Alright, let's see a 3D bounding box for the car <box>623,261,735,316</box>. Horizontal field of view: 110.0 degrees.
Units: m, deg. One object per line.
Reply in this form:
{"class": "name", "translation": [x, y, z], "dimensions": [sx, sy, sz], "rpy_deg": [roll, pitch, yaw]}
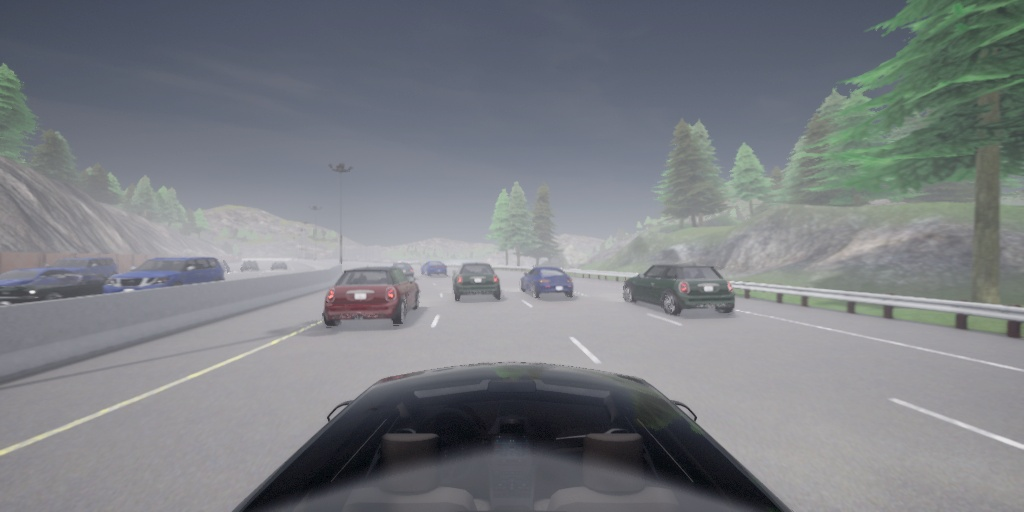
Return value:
{"class": "car", "translation": [5.952, 1.051, 13.431], "dimensions": [2.097, 1.767, 4.553], "rpy_deg": [0, 0, -7]}

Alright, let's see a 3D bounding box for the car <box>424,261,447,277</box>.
{"class": "car", "translation": [-7.892, 1.227, 35.953], "dimensions": [1.882, 1.535, 5.008], "rpy_deg": [0, 0, -25]}

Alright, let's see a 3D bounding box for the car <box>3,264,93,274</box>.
{"class": "car", "translation": [-23.525, 1.344, 17.603], "dimensions": [1.882, 1.535, 5.008], "rpy_deg": [0, 0, -17]}

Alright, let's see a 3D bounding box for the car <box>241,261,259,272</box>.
{"class": "car", "translation": [-37.495, 1.408, 51.422], "dimensions": [1.837, 1.490, 4.892], "rpy_deg": [0, 0, -32]}

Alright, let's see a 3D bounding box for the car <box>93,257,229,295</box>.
{"class": "car", "translation": [-16.135, 1.045, 17.165], "dimensions": [2.150, 2.045, 5.566], "rpy_deg": [0, 0, -14]}

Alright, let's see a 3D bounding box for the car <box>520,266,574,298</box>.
{"class": "car", "translation": [1.666, 1.243, 18.036], "dimensions": [1.812, 1.442, 4.674], "rpy_deg": [0, 0, -10]}

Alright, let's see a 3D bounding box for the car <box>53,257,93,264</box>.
{"class": "car", "translation": [-29.715, 1.113, 24.651], "dimensions": [2.150, 2.045, 5.566], "rpy_deg": [0, 0, -25]}

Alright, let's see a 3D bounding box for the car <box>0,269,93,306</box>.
{"class": "car", "translation": [-19.332, 1.446, 15.486], "dimensions": [1.895, 1.301, 4.718], "rpy_deg": [0, 0, -13]}

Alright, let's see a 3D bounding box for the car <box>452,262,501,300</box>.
{"class": "car", "translation": [-1.867, 1.091, 17.784], "dimensions": [2.097, 1.767, 4.553], "rpy_deg": [0, 0, -10]}

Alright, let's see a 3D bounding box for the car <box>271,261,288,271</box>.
{"class": "car", "translation": [-34.561, 1.446, 53.327], "dimensions": [1.994, 1.385, 4.181], "rpy_deg": [0, 0, -32]}

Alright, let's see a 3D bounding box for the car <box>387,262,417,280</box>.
{"class": "car", "translation": [-10.028, 1.314, 32.453], "dimensions": [2.033, 1.411, 5.357], "rpy_deg": [0, 0, -23]}

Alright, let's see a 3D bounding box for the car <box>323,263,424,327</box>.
{"class": "car", "translation": [-4.363, 1.114, 11.844], "dimensions": [2.097, 1.767, 4.553], "rpy_deg": [0, 0, -7]}
